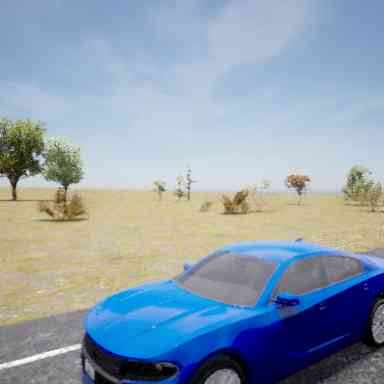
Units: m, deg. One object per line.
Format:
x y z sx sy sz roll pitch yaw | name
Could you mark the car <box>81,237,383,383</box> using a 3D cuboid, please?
1.030 1.479 4.727 5.008 1.535 1.882 0 0 -35 | car
